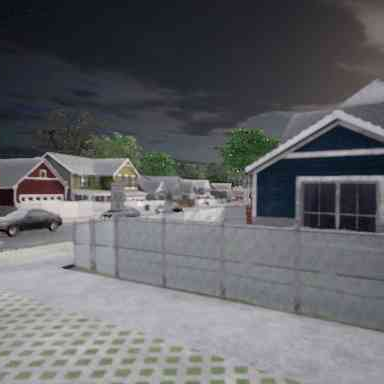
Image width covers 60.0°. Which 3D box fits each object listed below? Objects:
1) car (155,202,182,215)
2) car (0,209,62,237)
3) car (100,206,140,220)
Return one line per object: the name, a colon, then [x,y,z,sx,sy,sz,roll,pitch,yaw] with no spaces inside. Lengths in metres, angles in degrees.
car: [-2.662,1.947,38.796,2.128,1.511,4.902,1,0,19]
car: [-9.946,1.750,20.030,1.812,1.442,4.674,1,0,23]
car: [-6.217,1.900,29.113,1.994,1.385,4.181,1,0,20]
